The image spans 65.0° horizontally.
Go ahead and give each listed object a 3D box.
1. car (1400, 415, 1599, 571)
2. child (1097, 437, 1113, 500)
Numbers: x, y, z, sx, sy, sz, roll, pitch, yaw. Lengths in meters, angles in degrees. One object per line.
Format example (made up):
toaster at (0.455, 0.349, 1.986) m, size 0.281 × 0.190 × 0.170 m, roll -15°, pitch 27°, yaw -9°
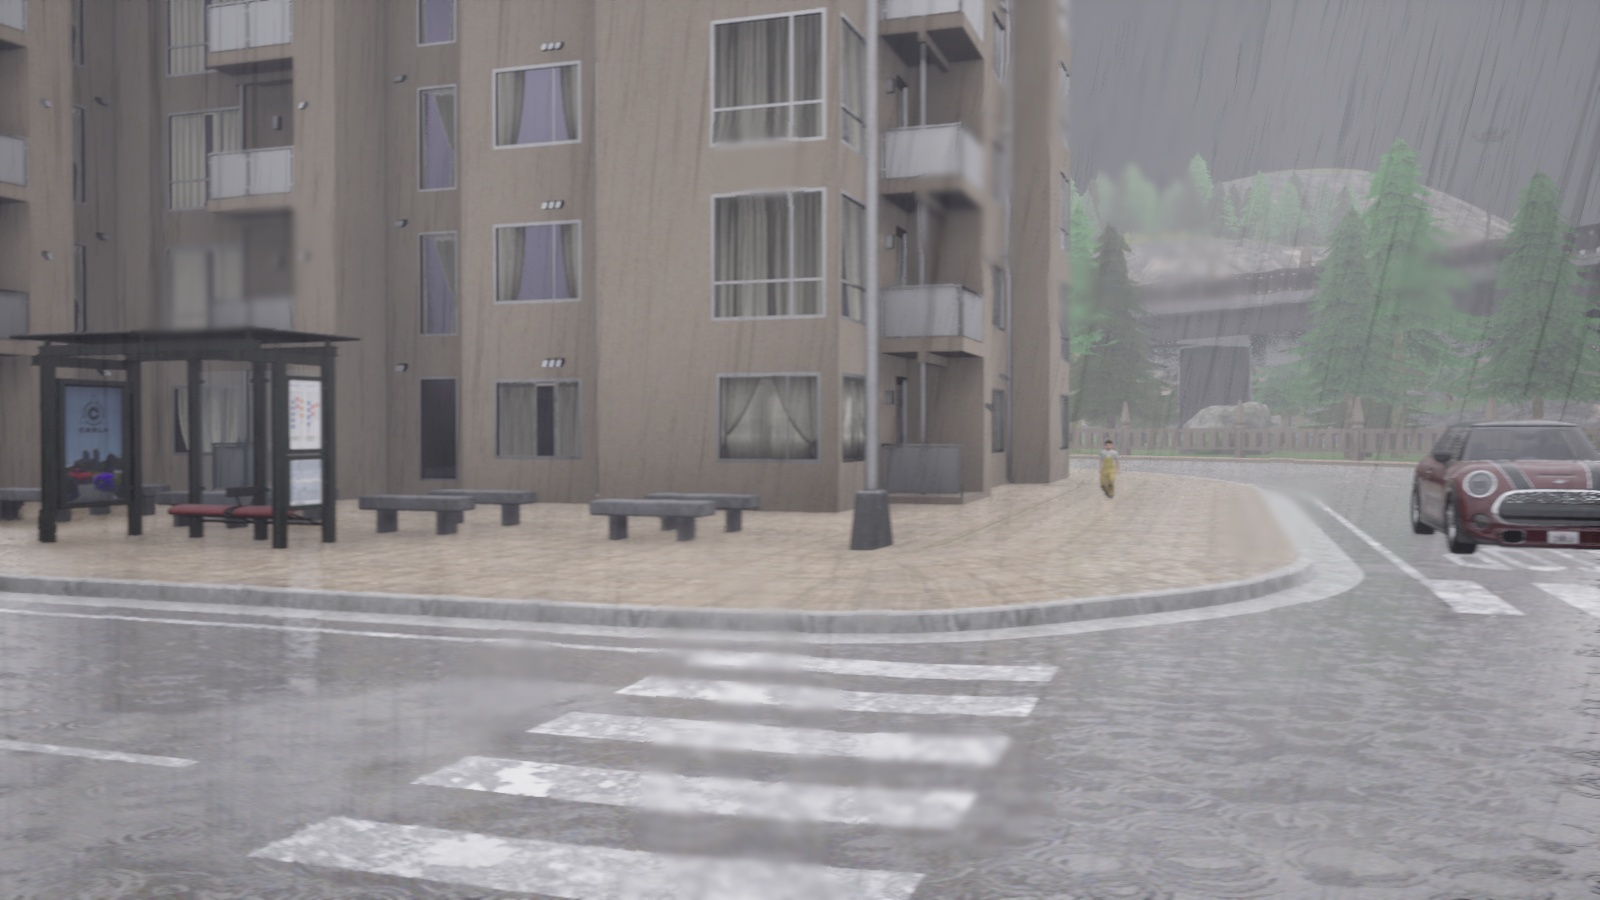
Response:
car at (9.380, 0.454, 16.523) m, size 2.097 × 1.767 × 4.553 m, roll 1°, pitch 1°, yaw 18°
child at (6.184, 0.363, 25.456) m, size 0.270 × 1.263 × 0.437 m, roll 1°, pitch 1°, yaw 20°
